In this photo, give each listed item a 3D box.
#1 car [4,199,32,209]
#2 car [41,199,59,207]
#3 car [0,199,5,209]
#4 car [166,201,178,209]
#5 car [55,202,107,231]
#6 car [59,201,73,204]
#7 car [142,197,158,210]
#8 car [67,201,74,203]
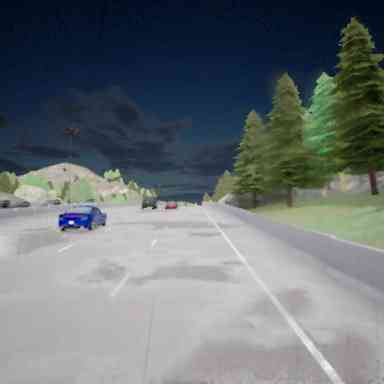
[{"bbox_3d":[-28.045,2.149,54.468,1.837,1.490,4.892,0,-1,0],"label":"car"},{"bbox_3d":[-24.542,2.060,58.265,2.097,1.767,4.553,0,-1,0],"label":"car"},{"bbox_3d":[-31.539,1.998,54.797,2.097,1.767,4.553,0,-1,0],"label":"car"},{"bbox_3d":[-3.431,2.231,57.609,1.994,1.385,4.181,0,-1,0],"label":"car"},{"bbox_3d":[-6.914,1.615,21.514,1.882,1.535,5.008,0,0,0],"label":"car"},{"bbox_3d":[-21.040,2.303,58.233,1.895,1.301,4.718,0,-1,0],"label":"car"},{"bbox_3d":[-6.930,1.831,54.818,2.150,2.045,5.566,0,-1,0],"label":"car"},{"bbox_3d":[-10.419,1.842,31.760,1.895,1.301,4.718,0,-1,0],"label":"car"}]
